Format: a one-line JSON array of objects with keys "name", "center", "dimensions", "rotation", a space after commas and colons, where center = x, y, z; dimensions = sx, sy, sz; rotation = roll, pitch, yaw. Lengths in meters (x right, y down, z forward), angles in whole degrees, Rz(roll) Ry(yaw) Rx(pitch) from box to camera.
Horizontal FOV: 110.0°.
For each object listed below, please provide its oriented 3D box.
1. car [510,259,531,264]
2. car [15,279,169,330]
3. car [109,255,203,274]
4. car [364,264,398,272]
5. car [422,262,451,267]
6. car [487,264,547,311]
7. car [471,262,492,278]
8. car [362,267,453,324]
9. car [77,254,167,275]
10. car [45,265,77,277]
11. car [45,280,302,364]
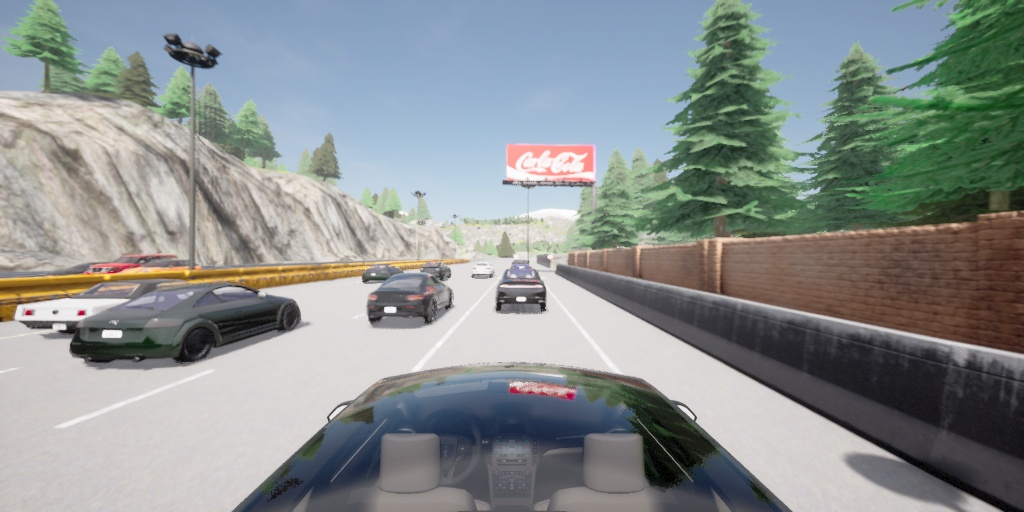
[{"name": "car", "center": [0.814, 1.107, 34.776], "dimensions": [2.097, 1.767, 4.553], "rotation": [0, 0, 1]}, {"name": "car", "center": [-10.227, 1.320, 10.363], "dimensions": [1.895, 1.301, 4.718], "rotation": [0, 0, 1]}, {"name": "car", "center": [-24.035, 1.030, 24.742], "dimensions": [2.097, 1.767, 4.553], "rotation": [0, 0, 2]}, {"name": "car", "center": [-9.847, 1.286, 27.613], "dimensions": [1.994, 1.385, 4.181], "rotation": [0, 0, 1]}, {"name": "car", "center": [-6.296, 1.225, 29.856], "dimensions": [2.128, 1.511, 4.902], "rotation": [0, 0, 1]}, {"name": "car", "center": [0.361, 1.242, 14.462], "dimensions": [2.128, 1.511, 4.902], "rotation": [0, 0, 1]}, {"name": "car", "center": [-2.708, 1.270, 34.389], "dimensions": [1.812, 1.442, 4.674], "rotation": [0, 0, 1]}, {"name": "car", "center": [-3.189, 1.267, 11.830], "dimensions": [1.812, 1.442, 4.674], "rotation": [0, 0, 1]}, {"name": "car", "center": [-27.475, 0.897, 26.452], "dimensions": [2.150, 2.045, 5.566], "rotation": [0, 0, 1]}, {"name": "car", "center": [-30.974, 1.212, 26.577], "dimensions": [1.837, 1.490, 4.892], "rotation": [0, 0, 1]}, {"name": "car", "center": [-6.749, 1.294, 8.084], "dimensions": [1.994, 1.385, 4.181], "rotation": [0, 0, 1]}]
